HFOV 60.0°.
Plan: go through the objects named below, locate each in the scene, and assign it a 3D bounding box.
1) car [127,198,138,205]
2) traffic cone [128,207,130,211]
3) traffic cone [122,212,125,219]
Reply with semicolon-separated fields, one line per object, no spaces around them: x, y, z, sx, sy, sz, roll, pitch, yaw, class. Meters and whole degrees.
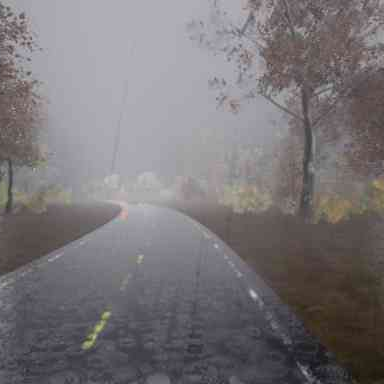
-12.574;1.917;70.499;2.033;1.411;5.357;0;0;-17;car
-6.849;2.144;34.764;0.340;0.580;0.340;0;0;-9;traffic cone
-6.164;2.119;29.867;0.340;0.580;0.340;0;0;-7;traffic cone
